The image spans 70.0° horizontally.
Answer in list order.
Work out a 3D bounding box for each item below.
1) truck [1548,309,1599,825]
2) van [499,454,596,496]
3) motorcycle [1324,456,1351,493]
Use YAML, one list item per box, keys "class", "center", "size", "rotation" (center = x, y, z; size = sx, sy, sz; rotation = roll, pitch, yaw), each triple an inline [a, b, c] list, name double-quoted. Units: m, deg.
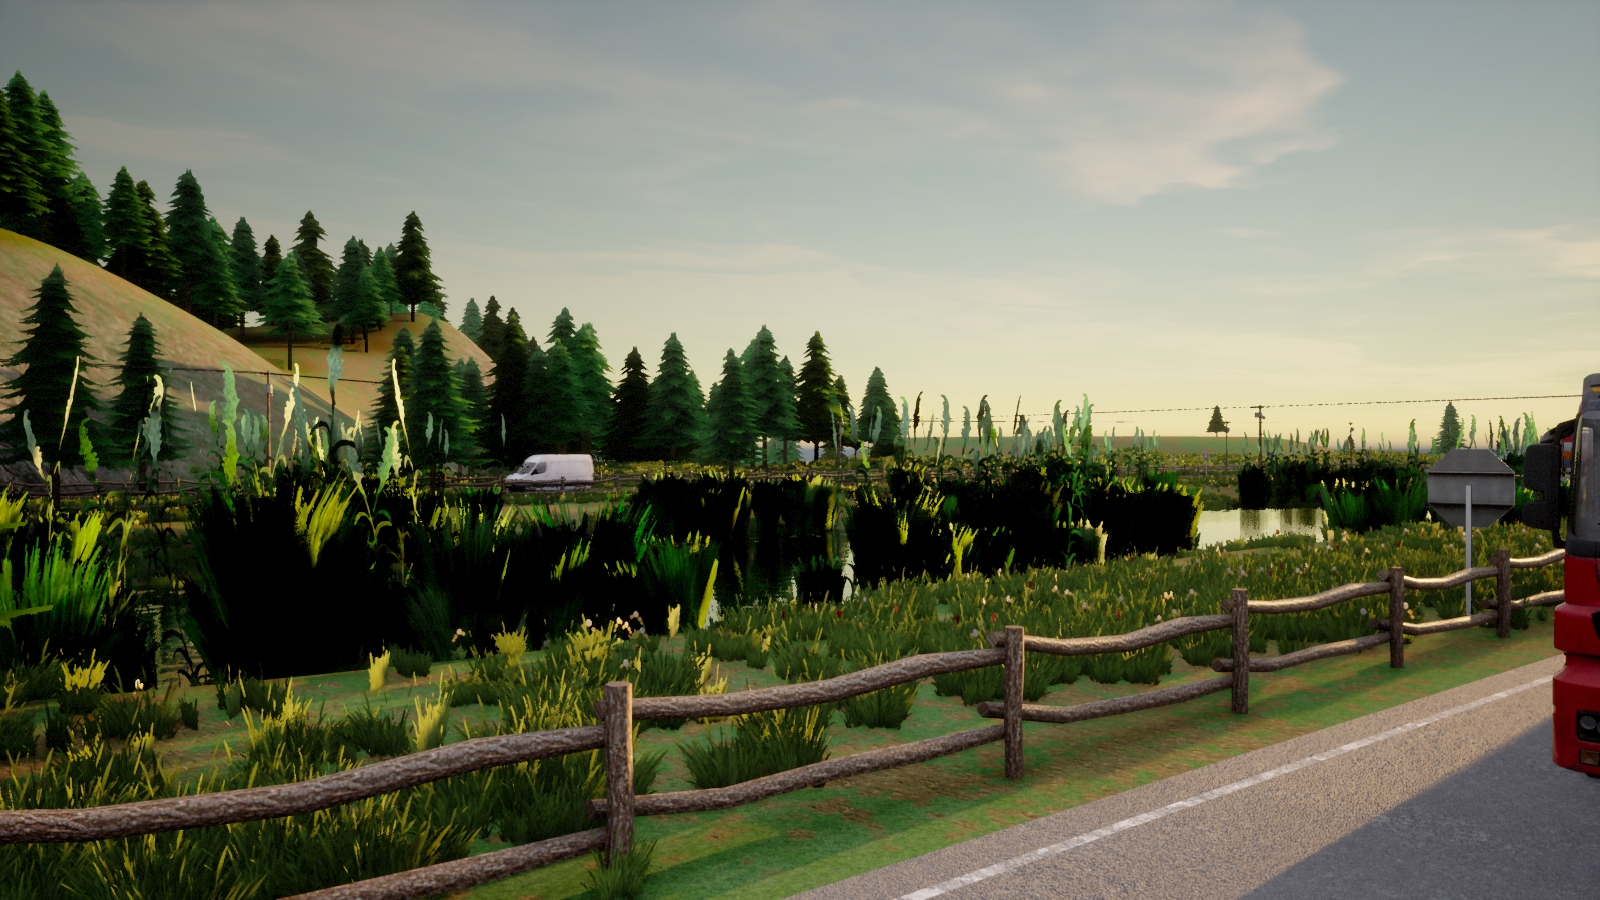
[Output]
- class: "truck"
  center: [9.529, 0.862, 10.954]
  size: [2.891, 3.827, 8.468]
  rotation: [0, 0, 40]
- class: "van"
  center: [-16.061, 1.534, 72.884]
  size: [5.915, 2.561, 1.988]
  rotation: [0, 0, -44]
- class: "motorcycle"
  center: [35.021, 1.577, 74.470]
  size: [2.033, 2.348, 0.803]
  rotation: [0, 0, -39]
